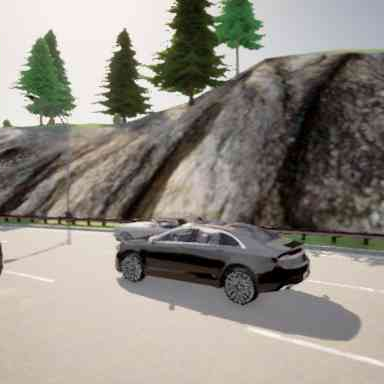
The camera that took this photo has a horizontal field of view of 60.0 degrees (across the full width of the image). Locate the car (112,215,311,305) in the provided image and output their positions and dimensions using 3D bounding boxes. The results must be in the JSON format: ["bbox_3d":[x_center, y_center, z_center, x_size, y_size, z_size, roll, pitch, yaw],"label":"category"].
[{"bbox_3d":[0.251,1.453,7.992,4.902,1.511,2.128,0,0,34],"label":"car"}]

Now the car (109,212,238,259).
[{"bbox_3d":[-0.804,1.543,12.851,4.718,1.301,1.895,0,0,31],"label":"car"}]

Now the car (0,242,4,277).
[{"bbox_3d":[-6.768,1.461,8.143,5.008,1.535,1.882,0,0,29],"label":"car"}]
